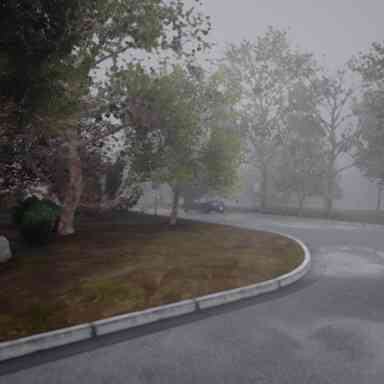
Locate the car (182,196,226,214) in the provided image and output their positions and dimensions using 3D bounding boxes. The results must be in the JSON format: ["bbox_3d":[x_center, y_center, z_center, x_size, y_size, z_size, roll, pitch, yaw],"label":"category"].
[{"bbox_3d":[1.028,1.100,29.119,1.812,1.442,4.674,1,0,-37],"label":"car"}]

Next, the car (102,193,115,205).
[{"bbox_3d":[-10.772,0.843,38.122,4.892,1.490,1.837,1,-1,14],"label":"car"}]
